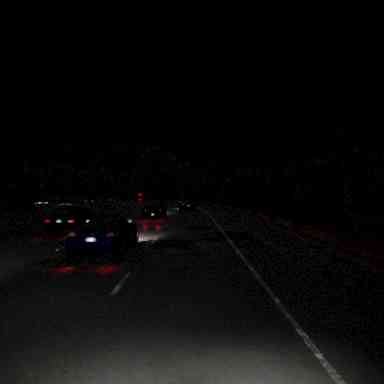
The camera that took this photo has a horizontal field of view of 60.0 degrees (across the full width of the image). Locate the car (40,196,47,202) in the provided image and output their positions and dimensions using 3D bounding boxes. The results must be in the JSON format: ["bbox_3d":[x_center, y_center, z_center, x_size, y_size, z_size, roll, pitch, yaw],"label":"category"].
[{"bbox_3d":[-36.817,1.682,81.405,2.097,1.767,4.553,0,0,-33],"label":"car"}]

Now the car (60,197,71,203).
[{"bbox_3d":[-28.309,1.763,74.382,1.882,1.535,5.008,0,0,-27],"label":"car"}]

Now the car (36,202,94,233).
[{"bbox_3d":[-6.900,1.569,19.724,2.033,1.411,5.357,0,0,0],"label":"car"}]

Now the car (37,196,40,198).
[{"bbox_3d":[-21.939,1.586,43.023,2.128,1.511,4.902,0,0,-8],"label":"car"}]

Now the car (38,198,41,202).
[{"bbox_3d":[-17.775,1.622,34.441,1.994,1.385,4.181,0,0,-2],"label":"car"}]

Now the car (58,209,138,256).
[{"bbox_3d":[-3.401,1.576,13.172,1.994,1.385,4.181,0,0,0],"label":"car"}]

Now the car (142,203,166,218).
[{"bbox_3d":[-3.428,1.648,31.078,1.895,1.301,4.718,0,0,-1],"label":"car"}]

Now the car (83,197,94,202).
[{"bbox_3d":[-20.440,1.709,65.832,1.837,1.490,4.892,0,0,-21],"label":"car"}]

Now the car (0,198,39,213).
[{"bbox_3d":[-14.128,1.513,25.771,1.882,1.535,5.008,0,0,0],"label":"car"}]

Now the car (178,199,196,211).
[{"bbox_3d":[-0.658,1.645,42.926,1.994,1.385,4.181,0,0,-6],"label":"car"}]
